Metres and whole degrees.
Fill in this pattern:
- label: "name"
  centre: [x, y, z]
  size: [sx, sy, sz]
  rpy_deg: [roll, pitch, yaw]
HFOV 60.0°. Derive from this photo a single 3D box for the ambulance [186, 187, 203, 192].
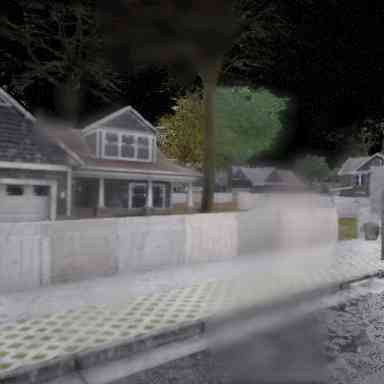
- label: "ambulance"
  centre: [1.069, 0.486, 49.054]
  size: [2.351, 2.431, 6.366]
  rpy_deg: [2, 0, -36]
